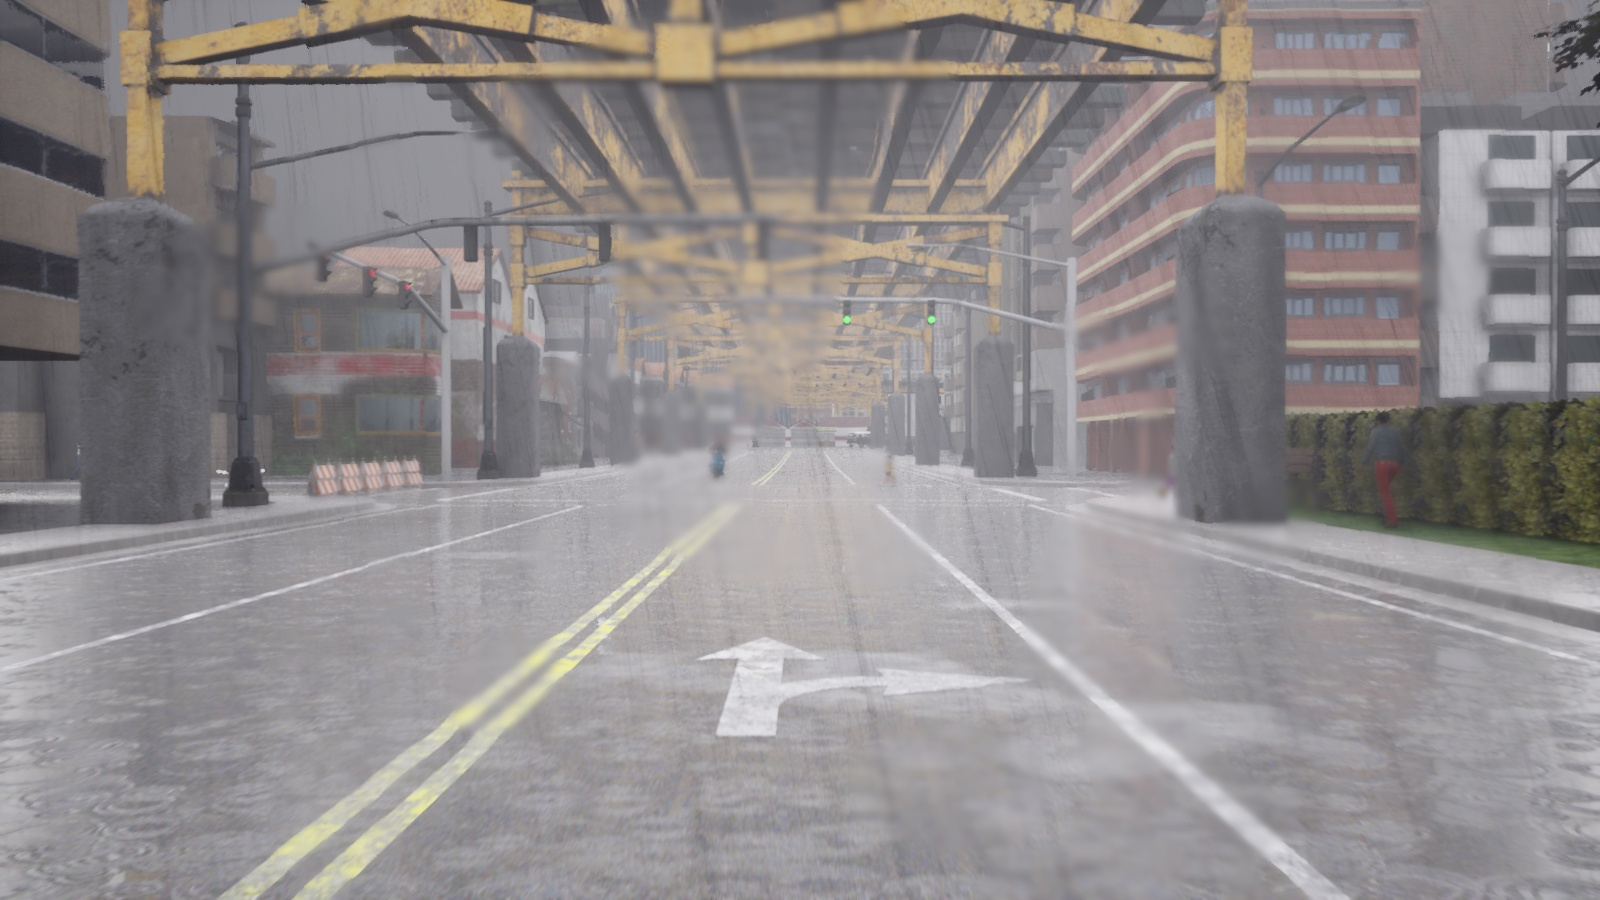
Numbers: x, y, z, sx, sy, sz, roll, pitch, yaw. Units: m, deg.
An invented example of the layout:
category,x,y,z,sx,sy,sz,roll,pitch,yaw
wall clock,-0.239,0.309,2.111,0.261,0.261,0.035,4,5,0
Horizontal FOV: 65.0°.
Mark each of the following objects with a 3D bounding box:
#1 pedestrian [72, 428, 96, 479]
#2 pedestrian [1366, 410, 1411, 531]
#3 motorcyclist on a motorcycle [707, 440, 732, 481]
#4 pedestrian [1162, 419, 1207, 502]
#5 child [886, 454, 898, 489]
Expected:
category,x,y,z,sx,sy,sz,roll,pitch,yaw
pedestrian,-26.230,0.131,46.011,0.706,1.836,0.354,0,0,-13
pedestrian,9.094,0.309,19.411,0.353,1.847,0.614,0,0,-8
motorcyclist on a motorcycle,-3.203,0.414,50.196,0.866,1.590,1.817,0,0,0
pedestrian,9.136,0.246,29.859,0.873,1.952,0.659,0,0,0
child,2.991,0.702,40.832,0.394,1.110,0.255,0,0,2
